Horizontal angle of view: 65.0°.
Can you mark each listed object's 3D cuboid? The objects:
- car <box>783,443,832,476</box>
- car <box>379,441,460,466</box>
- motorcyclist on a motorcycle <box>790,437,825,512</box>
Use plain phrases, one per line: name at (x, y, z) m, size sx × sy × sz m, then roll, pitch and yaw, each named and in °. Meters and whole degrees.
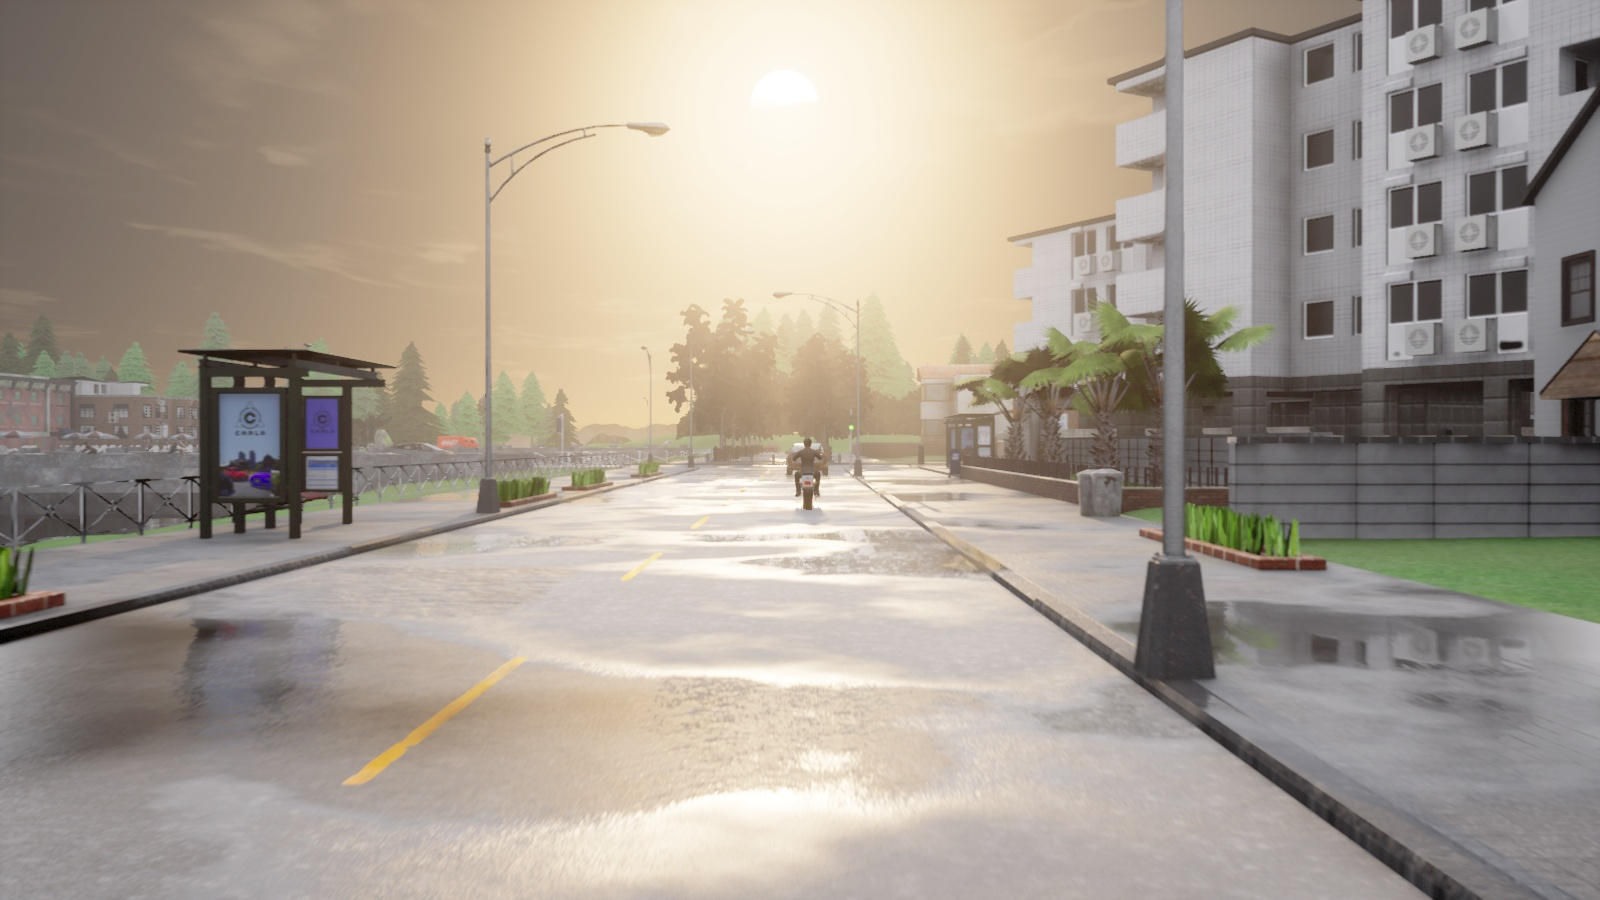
car at (0.348, 0.414, 58.965) m, size 2.163 × 1.488 × 4.792 m, roll 0°, pitch 0°, yaw 0°
car at (-23.940, 0.228, 79.146) m, size 4.514 × 1.525 × 2.007 m, roll 0°, pitch 0°, yaw 2°
motorcyclist on a motorcycle at (0.179, 0.534, 28.948) m, size 0.766 × 1.649 × 2.350 m, roll 0°, pitch 0°, yaw 0°
